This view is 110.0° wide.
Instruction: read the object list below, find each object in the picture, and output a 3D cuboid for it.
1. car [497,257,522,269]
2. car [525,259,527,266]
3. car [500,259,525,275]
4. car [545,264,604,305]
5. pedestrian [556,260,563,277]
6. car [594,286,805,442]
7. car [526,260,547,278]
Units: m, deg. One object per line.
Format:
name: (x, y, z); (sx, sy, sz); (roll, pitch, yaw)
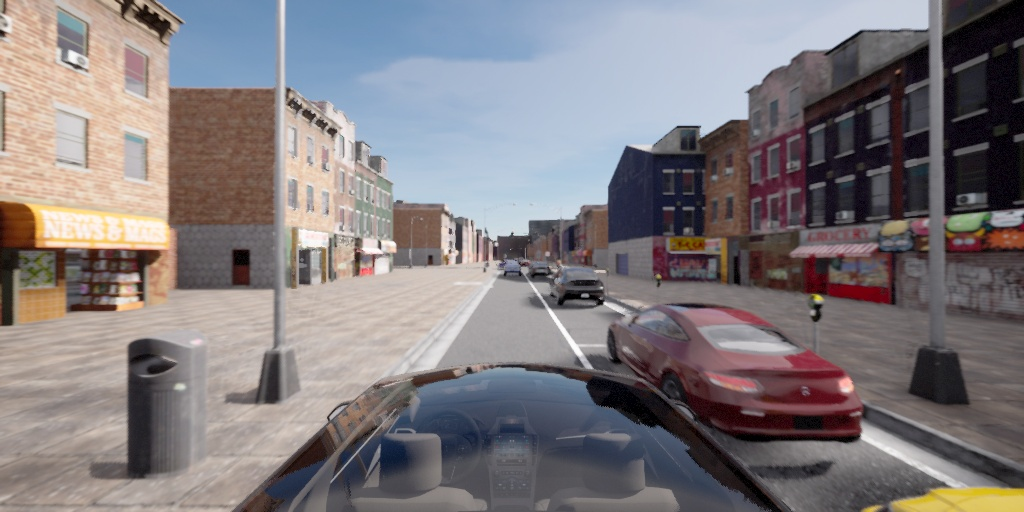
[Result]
car: (-0.663, 1.246, 53.102); (1.882, 1.535, 5.008); (1, 0, -21)
car: (2.638, 1.304, 39.312); (2.007, 1.370, 4.403); (0, 0, 0)
car: (0.071, 1.300, 38.301); (2.033, 1.411, 5.357); (0, 0, 0)
car: (2.750, 1.249, 15.908); (1.837, 1.490, 4.892); (0, 0, 0)
pedestrian: (2.544, 1.037, 18.858); (0.375, 1.860, 0.375); (0, 0, 0)
car: (2.638, 1.330, 5.266); (1.802, 1.307, 4.207); (0, 0, 0)
car: (2.638, 1.314, 33.637); (1.948, 1.339, 4.313); (0, 0, 0)
